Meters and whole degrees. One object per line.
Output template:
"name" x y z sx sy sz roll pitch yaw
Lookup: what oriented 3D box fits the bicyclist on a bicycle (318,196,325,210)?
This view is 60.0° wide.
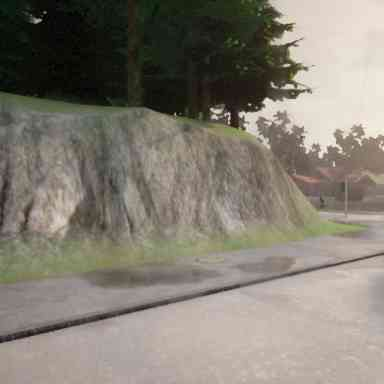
"bicyclist on a bicycle" 15.551 1.323 39.986 1.656 1.620 0.582 0 0 -36
